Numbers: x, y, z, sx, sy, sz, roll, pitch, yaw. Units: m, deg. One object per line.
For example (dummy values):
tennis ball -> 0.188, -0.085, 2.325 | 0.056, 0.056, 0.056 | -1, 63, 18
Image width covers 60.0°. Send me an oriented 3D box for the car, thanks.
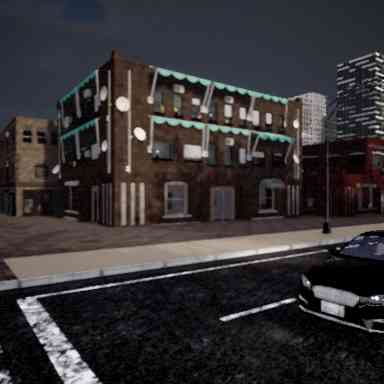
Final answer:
car -> 4.080, 1.557, 6.657 | 4.902, 1.511, 2.128 | 1, 0, -39
